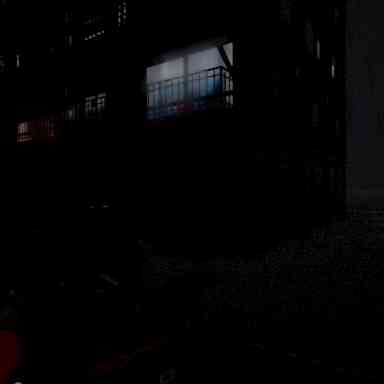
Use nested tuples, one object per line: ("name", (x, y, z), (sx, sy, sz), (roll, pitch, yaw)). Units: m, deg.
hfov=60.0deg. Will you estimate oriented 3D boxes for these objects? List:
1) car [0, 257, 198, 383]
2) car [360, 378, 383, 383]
("car", (-2.036, 1.545, 4.330), (4.507, 1.381, 1.887), (0, 0, 36))
("car", (2.551, 1.566, 1.055), (4.313, 1.339, 1.947), (0, 0, 36))
